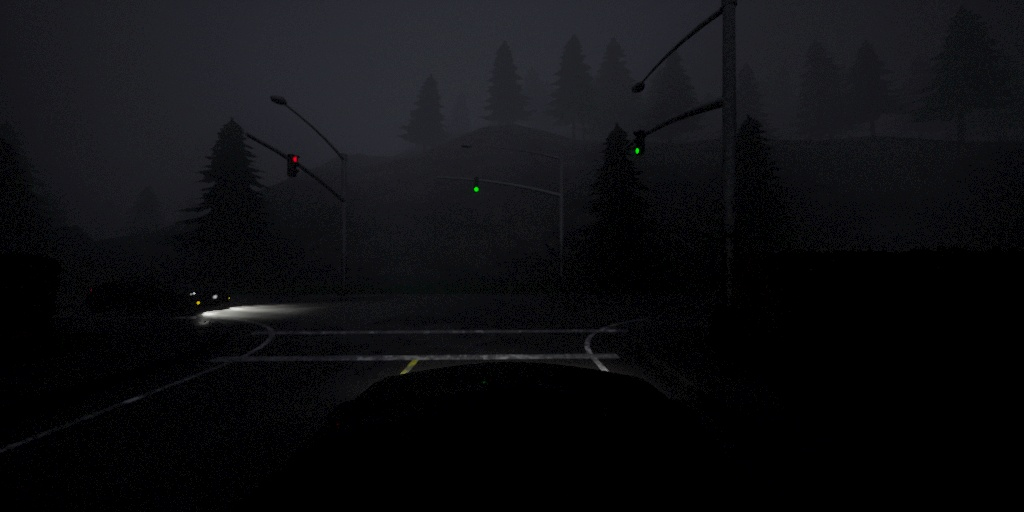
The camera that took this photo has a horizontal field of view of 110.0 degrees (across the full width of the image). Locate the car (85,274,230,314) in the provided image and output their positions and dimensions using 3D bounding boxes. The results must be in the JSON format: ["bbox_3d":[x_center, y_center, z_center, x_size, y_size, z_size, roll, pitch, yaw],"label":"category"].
[{"bbox_3d":[-13.384,1.387,13.729,4.181,1.385,1.994,0,0,-1],"label":"car"}]
